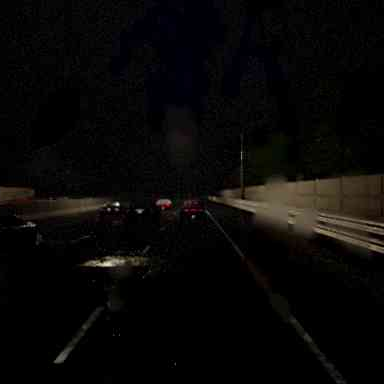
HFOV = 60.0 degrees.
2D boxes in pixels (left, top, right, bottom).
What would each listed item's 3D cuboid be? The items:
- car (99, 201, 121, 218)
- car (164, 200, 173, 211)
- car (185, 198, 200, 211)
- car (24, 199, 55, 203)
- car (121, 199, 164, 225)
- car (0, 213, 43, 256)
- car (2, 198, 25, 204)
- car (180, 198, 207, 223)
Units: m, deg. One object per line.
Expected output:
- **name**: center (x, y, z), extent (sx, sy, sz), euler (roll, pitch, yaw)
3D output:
- **car**: center (-6.909, 1.528, 30.202), extent (2.033, 1.411, 5.357), euler (0, 0, 0)
- **car**: center (-3.413, 1.645, 41.650), extent (1.895, 1.301, 4.718), euler (0, 0, 0)
- **car**: center (0.086, 1.555, 42.477), extent (1.837, 1.490, 4.892), euler (0, 0, 0)
- **car**: center (-17.551, 1.580, 40.117), extent (2.033, 1.411, 5.357), euler (0, 0, 1)
- **car**: center (-3.407, 1.315, 23.780), extent (2.097, 1.767, 4.553), euler (0, 0, 0)
- **car**: center (-6.903, 1.465, 11.497), extent (1.837, 1.490, 4.892), euler (0, 0, 0)
- **car**: center (-21.051, 1.509, 40.114), extent (1.882, 1.535, 5.008), euler (0, -1, 1)
- **car**: center (0.093, 1.458, 24.878), extent (2.128, 1.511, 4.902), euler (0, 0, 0)
